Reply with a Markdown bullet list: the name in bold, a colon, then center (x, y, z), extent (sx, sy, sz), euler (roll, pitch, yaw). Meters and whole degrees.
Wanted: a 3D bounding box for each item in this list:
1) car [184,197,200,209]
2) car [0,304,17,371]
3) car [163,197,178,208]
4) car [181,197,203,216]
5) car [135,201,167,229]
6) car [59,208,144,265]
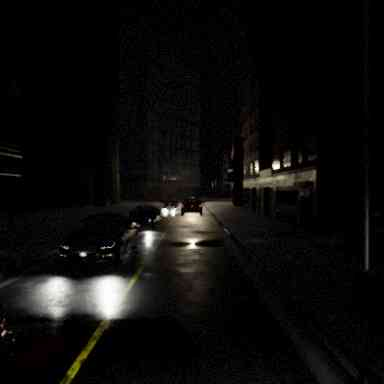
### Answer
- **car**: center (0.030, 1.455, 46.340), extent (2.128, 1.511, 4.902), euler (0, 0, 1)
- **car**: center (-3.074, 1.554, 1.494), extent (2.033, 1.411, 5.357), euler (0, 0, 4)
- **car**: center (-3.014, 1.481, 47.877), extent (2.128, 1.511, 4.902), euler (0, 0, 0)
- **car**: center (-0.001, 1.346, 32.796), extent (2.097, 1.767, 4.553), euler (0, 0, 0)
- **car**: center (-3.085, 1.565, 22.223), extent (2.033, 1.411, 5.357), euler (0, 0, 1)
- **car**: center (-3.094, 1.532, 11.881), extent (1.837, 1.490, 4.892), euler (0, 0, 0)
